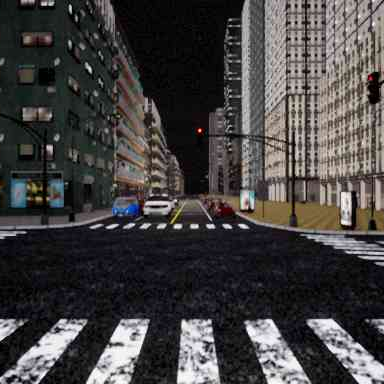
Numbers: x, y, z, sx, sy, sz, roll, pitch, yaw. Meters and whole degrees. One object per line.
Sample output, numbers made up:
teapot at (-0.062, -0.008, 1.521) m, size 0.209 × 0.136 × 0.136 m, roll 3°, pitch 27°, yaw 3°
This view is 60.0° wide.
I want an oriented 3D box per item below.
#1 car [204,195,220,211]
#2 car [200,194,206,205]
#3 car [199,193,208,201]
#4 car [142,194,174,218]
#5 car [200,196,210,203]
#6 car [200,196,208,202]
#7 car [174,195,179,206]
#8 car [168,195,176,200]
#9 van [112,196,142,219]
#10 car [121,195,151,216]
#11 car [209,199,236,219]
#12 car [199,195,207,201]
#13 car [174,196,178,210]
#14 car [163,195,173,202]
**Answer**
car at (2.745, 1.427, 39.514) m, size 1.967 × 1.590 × 4.097 m, roll 0°, pitch 0°, yaw 0°
car at (2.765, 1.427, 56.096) m, size 1.967 × 1.590 × 4.097 m, roll 0°, pitch 0°, yaw 0°
car at (2.799, 1.313, 83.735) m, size 2.192 × 1.841 × 5.009 m, roll 0°, pitch 0°, yaw 0°
car at (-3.068, 1.210, 30.307) m, size 2.150 × 2.045 × 5.566 m, roll 0°, pitch 0°, yaw -1°
car at (2.784, 1.538, 72.679) m, size 1.887 × 1.381 × 4.507 m, roll 0°, pitch 0°, yaw 0°
car at (2.791, 1.578, 78.207) m, size 1.802 × 1.307 × 4.206 m, roll 0°, pitch 0°, yaw 0°
car at (-3.017, 1.534, 53.356) m, size 2.033 × 1.411 × 5.357 m, roll 0°, pitch 0°, yaw 0°
car at (-5.570, 1.572, 94.801) m, size 1.947 × 1.339 × 4.313 m, roll 0°, pitch 0°, yaw 0°
van at (-5.648, 1.330, 28.469) m, size 1.690 × 1.788 × 3.998 m, roll 0°, pitch 0°, yaw 0°
car at (-5.641, 1.303, 33.997) m, size 2.192 × 1.841 × 5.009 m, roll 0°, pitch 0°, yaw 0°
car at (2.731, 1.571, 28.458) m, size 1.802 × 1.307 × 4.206 m, roll 0°, pitch 0°, yaw 0°
car at (2.804, 1.552, 89.262) m, size 2.008 × 1.369 × 4.403 m, roll 0°, pitch 0°, yaw 0°
car at (-3.045, 1.513, 40.147) m, size 1.812 × 1.442 × 4.674 m, roll 0°, pitch 0°, yaw 0°
car at (-5.589, 1.436, 78.218) m, size 1.967 × 1.590 × 4.097 m, roll 0°, pitch 0°, yaw 0°
